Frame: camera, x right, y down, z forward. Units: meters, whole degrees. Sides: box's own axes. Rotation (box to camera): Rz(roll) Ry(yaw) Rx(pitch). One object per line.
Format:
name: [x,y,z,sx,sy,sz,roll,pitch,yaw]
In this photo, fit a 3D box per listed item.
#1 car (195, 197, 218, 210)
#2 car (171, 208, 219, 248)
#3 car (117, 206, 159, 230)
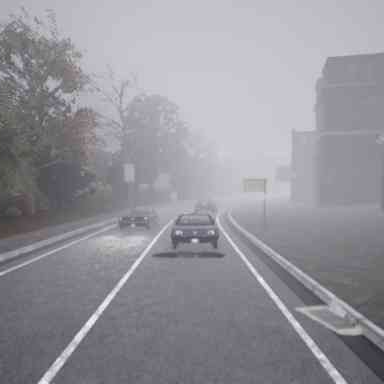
car: [1.623,1.279,36.237,2.097,1.767,4.553,1,1,8]
car: [0.129,1.584,14.864,1.895,1.301,4.718,0,0,0]
car: [-3.280,1.594,21.011,1.895,1.301,4.718,0,0,2]
